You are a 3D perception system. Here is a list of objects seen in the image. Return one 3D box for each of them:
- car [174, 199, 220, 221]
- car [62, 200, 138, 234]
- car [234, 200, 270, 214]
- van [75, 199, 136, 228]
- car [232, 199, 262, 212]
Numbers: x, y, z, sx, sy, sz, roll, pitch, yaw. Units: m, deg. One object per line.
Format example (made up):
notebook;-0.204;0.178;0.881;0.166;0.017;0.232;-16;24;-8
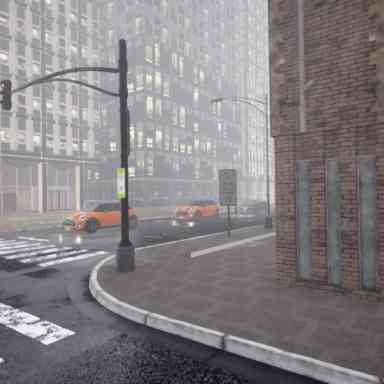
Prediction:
car;0.484;1.435;28.080;2.097;1.767;4.553;-1;-1;36
car;-5.425;1.416;19.935;2.097;1.767;4.553;-1;-1;37
car;7.029;1.597;37.141;2.128;1.511;4.902;-1;-1;36
van;-5.989;1.460;23.534;1.690;1.788;3.998;-2;-1;36
car;6.897;1.689;41.406;1.752;1.417;4.829;-2;-1;36
